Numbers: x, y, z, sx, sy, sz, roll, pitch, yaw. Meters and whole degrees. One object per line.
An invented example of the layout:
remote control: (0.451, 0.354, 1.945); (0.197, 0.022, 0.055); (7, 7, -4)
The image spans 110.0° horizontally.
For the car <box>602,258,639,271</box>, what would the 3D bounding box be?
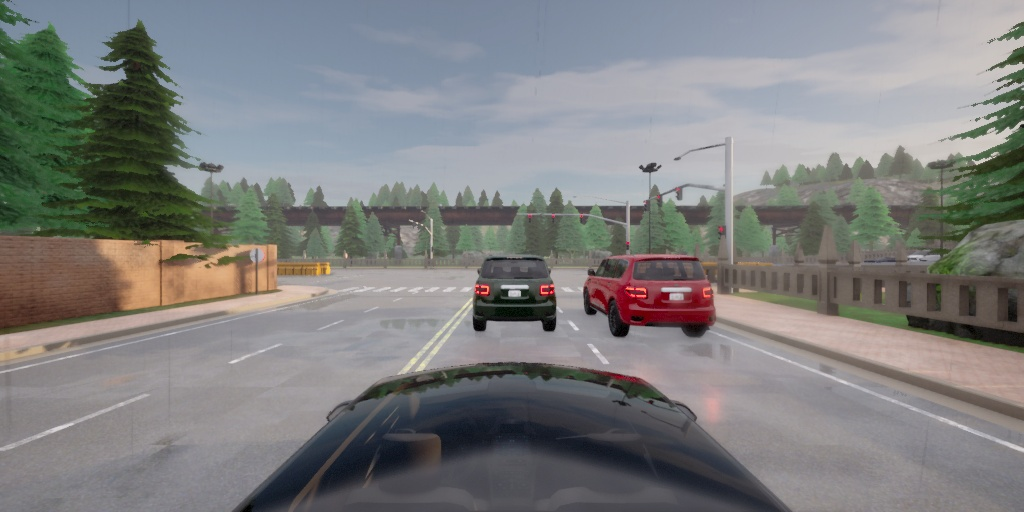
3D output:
car: (14.814, 1.101, 49.176); (4.553, 1.767, 2.097); (0, 0, 0)

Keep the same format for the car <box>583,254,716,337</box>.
car: (3.569, 0.971, 10.409); (2.150, 2.045, 5.566); (0, 0, 0)

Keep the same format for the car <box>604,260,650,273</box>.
car: (13.475, 1.255, 42.182); (4.892, 1.490, 1.837); (0, 0, 0)

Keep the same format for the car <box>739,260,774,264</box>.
car: (27.926, 1.296, 42.111); (5.357, 1.411, 2.033); (0, 0, 0)

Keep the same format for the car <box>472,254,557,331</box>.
car: (0.069, 0.971, 11.086); (2.150, 2.045, 5.566); (0, 0, 0)
